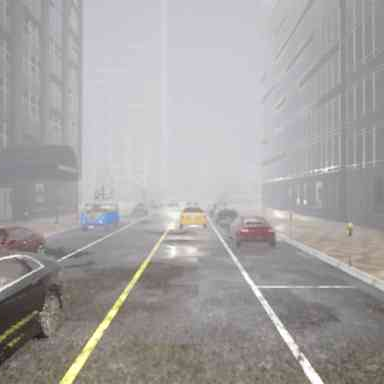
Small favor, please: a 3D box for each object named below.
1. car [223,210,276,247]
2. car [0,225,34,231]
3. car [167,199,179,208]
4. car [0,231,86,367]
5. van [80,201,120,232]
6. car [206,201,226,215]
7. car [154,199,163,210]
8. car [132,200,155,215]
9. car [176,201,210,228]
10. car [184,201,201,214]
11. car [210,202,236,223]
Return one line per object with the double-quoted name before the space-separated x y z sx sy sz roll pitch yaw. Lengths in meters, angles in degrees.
"car" 2.676 1.688 15.295 1.802 1.307 4.206 0 0 0
"car" -5.700 1.649 9.598 1.802 1.307 4.206 0 0 0
"car" -3.061 1.911 55.962 2.033 1.411 5.357 0 0 1
"car" -3.104 1.518 3.815 2.128 1.511 4.902 0 0 0
"van" -5.710 1.486 20.984 1.690 1.788 3.998 0 0 0
"car" 2.655 1.811 38.065 2.008 1.369 4.403 0 0 0
"car" -5.736 1.910 49.446 1.802 1.307 4.206 0 0 0
"car" -5.726 1.842 38.059 1.802 1.307 4.206 0 0 0
"car" 0.077 1.616 23.377 1.801 1.575 5.366 0 -1 0
"car" 0.061 1.830 41.569 2.033 1.411 5.357 0 0 0
"car" 2.665 1.735 26.680 2.008 1.369 4.403 0 0 0
